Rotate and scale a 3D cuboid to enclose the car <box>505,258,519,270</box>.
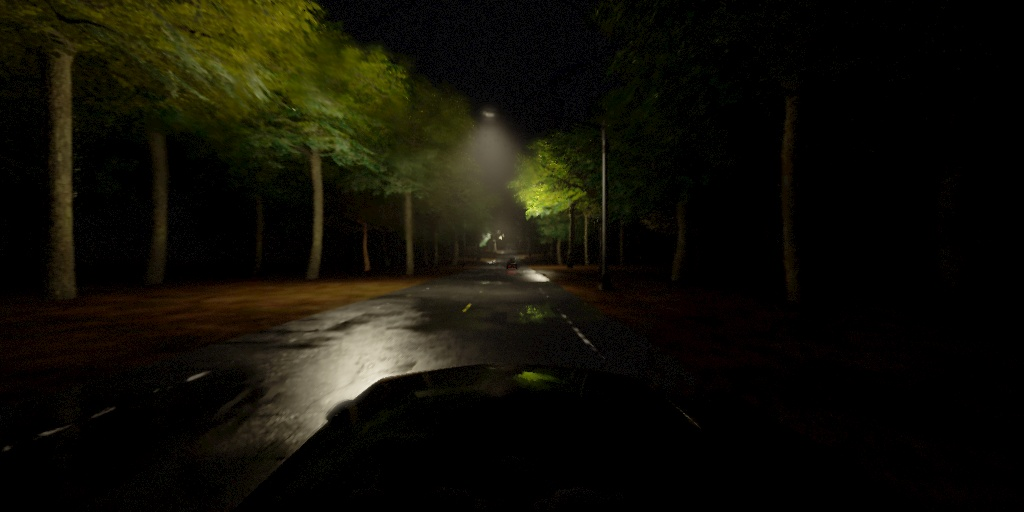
[{"bbox_3d":[-0.010,1.462,56.426,1.837,1.490,4.892,0,-1,0],"label":"car"}]
